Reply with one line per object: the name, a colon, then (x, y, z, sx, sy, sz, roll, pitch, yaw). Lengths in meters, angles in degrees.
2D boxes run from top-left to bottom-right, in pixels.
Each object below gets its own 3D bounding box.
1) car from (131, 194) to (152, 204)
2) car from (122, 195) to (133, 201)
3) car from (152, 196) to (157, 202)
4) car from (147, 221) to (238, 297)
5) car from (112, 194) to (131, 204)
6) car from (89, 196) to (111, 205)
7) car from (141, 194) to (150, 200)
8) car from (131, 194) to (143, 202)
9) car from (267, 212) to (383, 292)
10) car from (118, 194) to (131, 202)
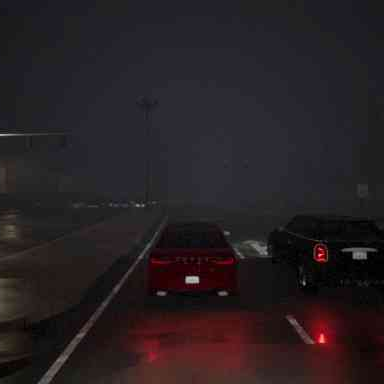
car: (-9.320, 1.491, 61.997, 2.128, 1.511, 4.902, 0, 0, 0)
car: (-16.248, 1.523, 83.803, 1.812, 1.442, 4.674, 0, 0, 0)
car: (-9.251, 1.595, 77.224, 1.895, 1.301, 4.718, 0, 0, 0)
car: (0.010, 1.478, 8.639, 1.882, 1.535, 5.008, 0, 0, 0)
car: (-12.815, 1.477, 61.716, 1.882, 1.535, 5.008, 0, 0, 0)
car: (-16.287, 1.489, 57.509, 2.128, 1.511, 4.902, 0, 0, 4)
car: (-12.744, 1.389, 92.272, 1.837, 1.490, 4.892, 0, 0, 0)
car: (-12.751, 1.355, 76.961, 2.097, 1.767, 4.553, 0, 0, 0)
car: (3.510, 1.352, 9.080, 2.097, 1.767, 4.553, 0, 0, 0)
car: (-16.250, 1.354, 80.140, 2.097, 1.767, 4.553, 0, 0, 0)
